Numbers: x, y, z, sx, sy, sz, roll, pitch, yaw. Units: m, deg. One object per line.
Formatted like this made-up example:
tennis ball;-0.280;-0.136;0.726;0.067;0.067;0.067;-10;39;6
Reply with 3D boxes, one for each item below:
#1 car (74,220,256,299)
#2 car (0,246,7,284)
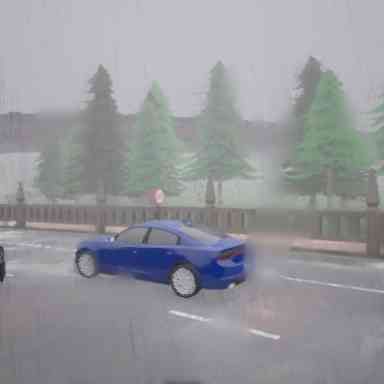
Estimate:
car;-0.882;1.467;8.507;5.008;1.535;1.882;0;0;33
car;-6.476;1.502;7.784;5.008;1.535;1.882;0;0;30
